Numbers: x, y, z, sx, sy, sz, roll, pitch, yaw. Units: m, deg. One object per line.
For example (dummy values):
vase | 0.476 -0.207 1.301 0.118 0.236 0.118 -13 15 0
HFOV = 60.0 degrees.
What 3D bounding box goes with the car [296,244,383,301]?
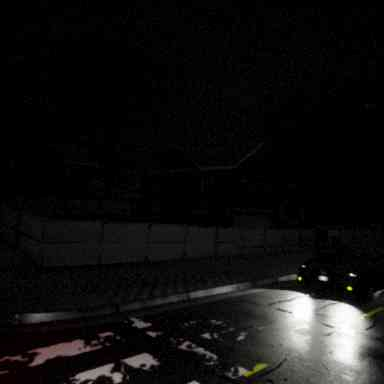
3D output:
car | 5.139 2.429 10.814 4.181 1.385 1.994 7 -5 -44
